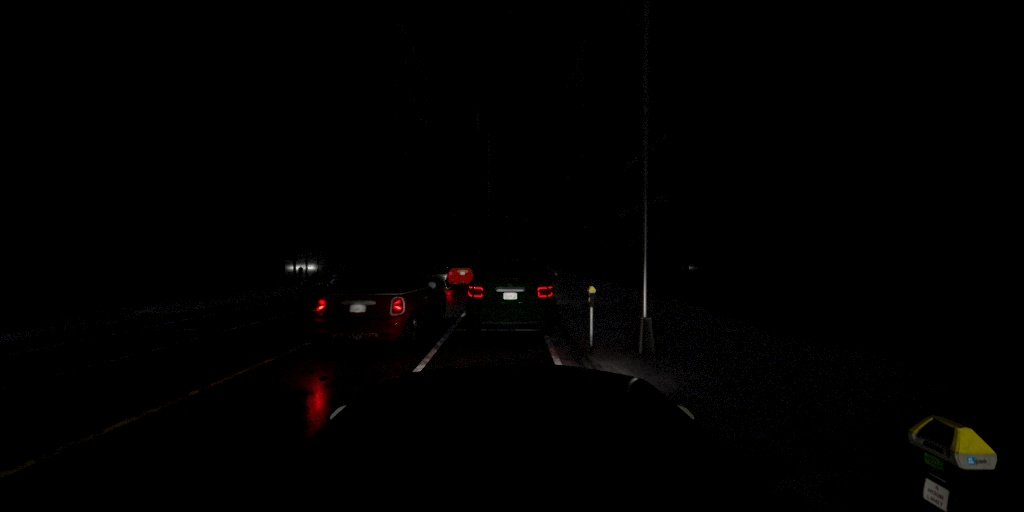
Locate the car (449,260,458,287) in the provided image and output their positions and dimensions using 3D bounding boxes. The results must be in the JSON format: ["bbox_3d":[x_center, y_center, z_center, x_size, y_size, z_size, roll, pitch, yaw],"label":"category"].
[{"bbox_3d":[-3.068,1.096,24.489,2.097,1.767,4.553,0,0,0],"label":"car"}]

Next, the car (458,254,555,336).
[{"bbox_3d":[-0.035,0.969,10.530,2.150,2.045,5.566,0,0,0],"label":"car"}]

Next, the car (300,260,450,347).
[{"bbox_3d":[-3.142,1.099,9.434,2.097,1.767,4.553,0,0,0],"label":"car"}]

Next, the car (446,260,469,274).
[{"bbox_3d":[-6.201,1.241,41.024,1.837,1.490,4.892,0,0,0],"label":"car"}]
